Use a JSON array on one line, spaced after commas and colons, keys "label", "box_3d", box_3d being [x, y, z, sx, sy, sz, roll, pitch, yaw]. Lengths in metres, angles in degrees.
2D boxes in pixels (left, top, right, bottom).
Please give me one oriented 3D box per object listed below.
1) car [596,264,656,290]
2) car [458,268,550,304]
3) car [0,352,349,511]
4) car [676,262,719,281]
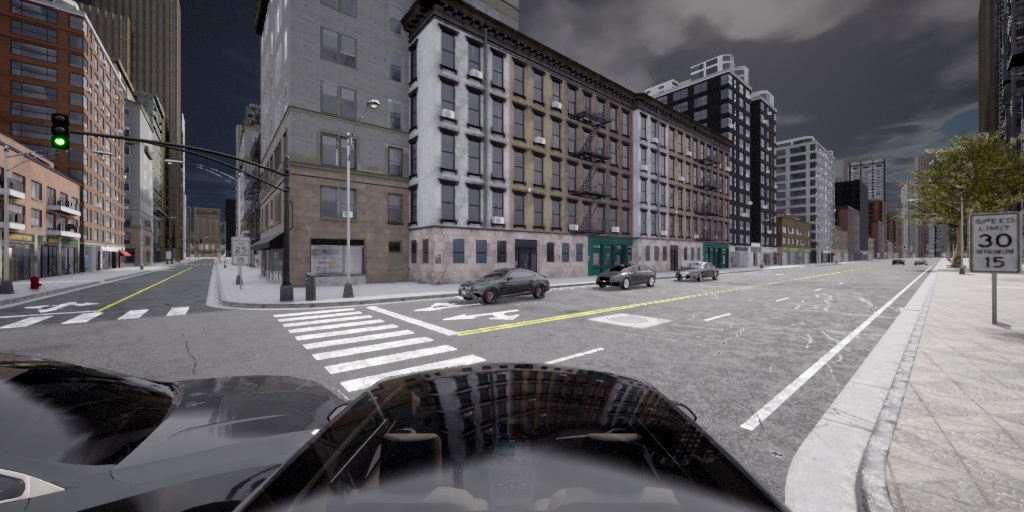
[{"label": "car", "box_3d": [7.362, 1.255, 22.932, 4.892, 1.490, 1.837, 0, 0, -40]}, {"label": "car", "box_3d": [-0.250, 1.285, 16.610, 4.674, 1.442, 1.812, 0, 0, -40]}, {"label": "car", "box_3d": [-3.244, 1.257, 1.600, 4.892, 1.490, 1.837, 0, 0, -35]}, {"label": "car", "box_3d": [15.290, 1.232, 29.503, 4.902, 1.511, 2.128, 0, 0, -40]}]
